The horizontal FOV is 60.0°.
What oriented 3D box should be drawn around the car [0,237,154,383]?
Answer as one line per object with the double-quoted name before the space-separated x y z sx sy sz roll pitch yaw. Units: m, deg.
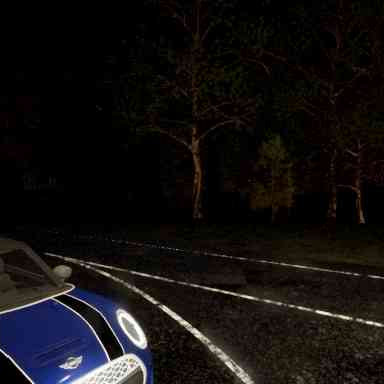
"car" -2.582 1.338 3.726 4.553 1.767 2.097 1 0 35
